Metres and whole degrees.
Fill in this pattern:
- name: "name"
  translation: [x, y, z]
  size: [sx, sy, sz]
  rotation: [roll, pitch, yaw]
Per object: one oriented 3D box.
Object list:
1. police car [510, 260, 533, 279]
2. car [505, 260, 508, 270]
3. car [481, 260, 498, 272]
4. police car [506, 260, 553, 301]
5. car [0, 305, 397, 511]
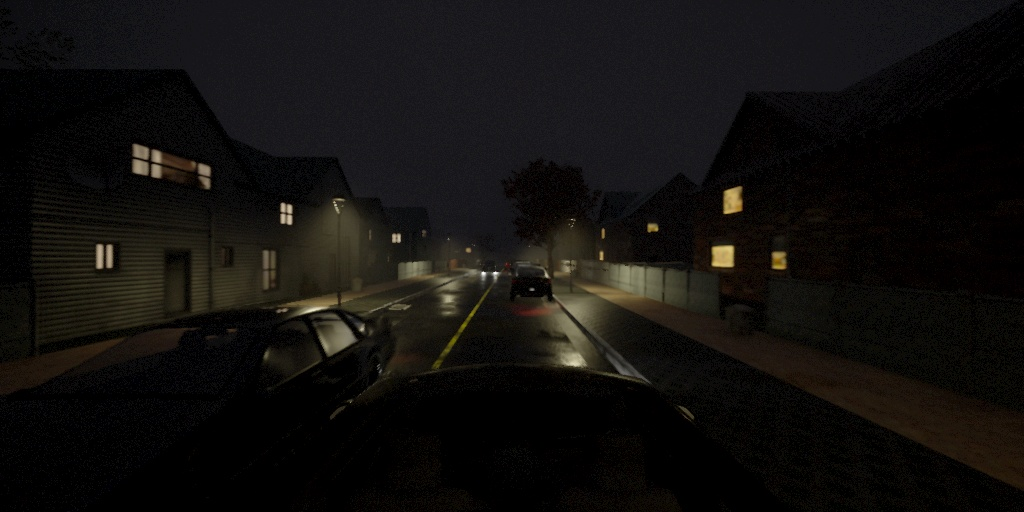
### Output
- name: "police car"
  translation: [0.831, 1.180, 33.375]
  size: [1.930, 1.638, 5.238]
  rotation: [0, 0, 0]
- name: "car"
  translation: [0.016, 1.179, 52.686]
  size: [2.097, 1.767, 4.553]
  rotation: [0, 0, 0]
- name: "car"
  translation: [-2.819, 1.297, 46.003]
  size: [1.837, 1.490, 4.892]
  rotation: [0, -1, 0]
- name: "police car"
  translation: [0.828, 1.172, 17.374]
  size: [1.930, 1.638, 5.238]
  rotation: [0, 0, 0]
- name: "car"
  translation: [-2.847, 1.295, 3.782]
  size: [2.033, 1.411, 5.357]
  rotation: [0, 0, 0]
